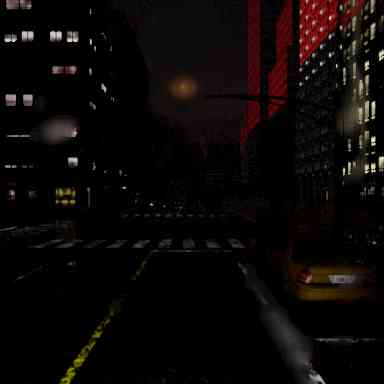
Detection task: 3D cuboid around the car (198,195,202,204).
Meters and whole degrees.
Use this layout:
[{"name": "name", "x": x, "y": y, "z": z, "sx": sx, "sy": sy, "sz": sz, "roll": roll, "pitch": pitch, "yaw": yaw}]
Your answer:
[{"name": "car", "x": 2.680, "y": 1.361, "z": 62.607, "sx": 2.192, "sy": 1.841, "sz": 5.009, "roll": 0, "pitch": 0, "yaw": 0}]

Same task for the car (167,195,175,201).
[{"name": "car", "x": -5.701, "y": 1.623, "z": 90.070, "sx": 1.752, "sy": 1.417, "sz": 4.829, "roll": 0, "pitch": 0, "yaw": 0}]

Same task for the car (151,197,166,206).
[{"name": "car", "x": -5.699, "y": 1.588, "z": 57.080, "sx": 2.008, "sy": 1.369, "sz": 4.403, "roll": 0, "pitch": 0, "yaw": 0}]

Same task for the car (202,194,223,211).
[{"name": "car", "x": 2.682, "y": 1.331, "z": 40.501, "sx": 2.192, "sy": 1.841, "sz": 5.009, "roll": 0, "pitch": 0, "yaw": 0}]

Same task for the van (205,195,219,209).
[{"name": "van", "x": 2.681, "y": 1.363, "z": 46.027, "sx": 1.690, "sy": 1.788, "sz": 3.998, "roll": 0, "pitch": 0, "yaw": 0}]

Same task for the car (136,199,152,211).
[{"name": "car", "x": -5.697, "y": 1.567, "z": 40.500, "sx": 2.008, "sy": 1.369, "sz": 4.403, "roll": 0, "pitch": 0, "yaw": 0}]

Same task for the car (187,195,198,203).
[{"name": "car", "x": 0.079, "y": 1.585, "z": 70.109, "sx": 1.812, "sy": 1.442, "sz": 4.674, "roll": 0, "pitch": 0, "yaw": 0}]

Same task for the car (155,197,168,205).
[{"name": "car", "x": -5.699, "y": 1.591, "z": 62.606, "sx": 1.887, "sy": 1.381, "sz": 4.507, "roll": 0, "pitch": 0, "yaw": 0}]

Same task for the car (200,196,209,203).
[{"name": "car", "x": 2.680, "y": 1.610, "z": 73.661, "sx": 1.887, "sy": 1.381, "sz": 4.507, "roll": 0, "pitch": 0, "yaw": 0}]

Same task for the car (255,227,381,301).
[{"name": "car", "x": 2.685, "y": 1.526, "z": 8.258, "sx": 1.752, "sy": 1.417, "sz": 4.829, "roll": 0, "pitch": 0, "yaw": 0}]

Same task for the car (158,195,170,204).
[{"name": "car", "x": -5.700, "y": 1.496, "z": 68.134, "sx": 1.967, "sy": 1.590, "sz": 4.097, "roll": 0, "pitch": 0, "yaw": 0}]

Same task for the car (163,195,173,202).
[{"name": "car", "x": -5.701, "y": 1.516, "z": 79.187, "sx": 1.967, "sy": 1.590, "sz": 4.097, "roll": 0, "pitch": 0, "yaw": 0}]

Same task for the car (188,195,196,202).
[{"name": "car", "x": -0.006, "y": 1.577, "z": 80.075, "sx": 1.837, "sy": 1.490, "sz": 4.892, "roll": 0, "pitch": 0, "yaw": 0}]

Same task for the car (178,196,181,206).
[{"name": "car", "x": -3.099, "y": 1.534, "z": 52.472, "sx": 1.837, "sy": 1.490, "sz": 4.892, "roll": 0, "pitch": 0, "yaw": 0}]

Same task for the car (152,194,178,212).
[{"name": "car", "x": -3.126, "y": 1.237, "z": 39.787, "sx": 2.150, "sy": 2.045, "sz": 5.566, "roll": 0, "pitch": 0, "yaw": -1}]
